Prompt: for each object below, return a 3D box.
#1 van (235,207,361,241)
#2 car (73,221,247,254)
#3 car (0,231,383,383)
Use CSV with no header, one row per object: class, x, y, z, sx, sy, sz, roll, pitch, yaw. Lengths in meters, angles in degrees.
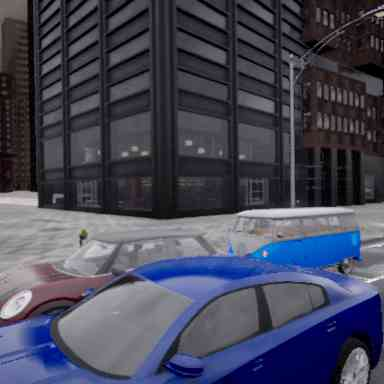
van,2.697,1.308,8.592,3.998,1.788,1.690,0,-1,-36
car,-1.279,1.430,5.752,4.097,1.590,1.967,0,-1,-36
car,-0.033,1.469,3.344,5.008,1.535,1.882,0,0,-35
